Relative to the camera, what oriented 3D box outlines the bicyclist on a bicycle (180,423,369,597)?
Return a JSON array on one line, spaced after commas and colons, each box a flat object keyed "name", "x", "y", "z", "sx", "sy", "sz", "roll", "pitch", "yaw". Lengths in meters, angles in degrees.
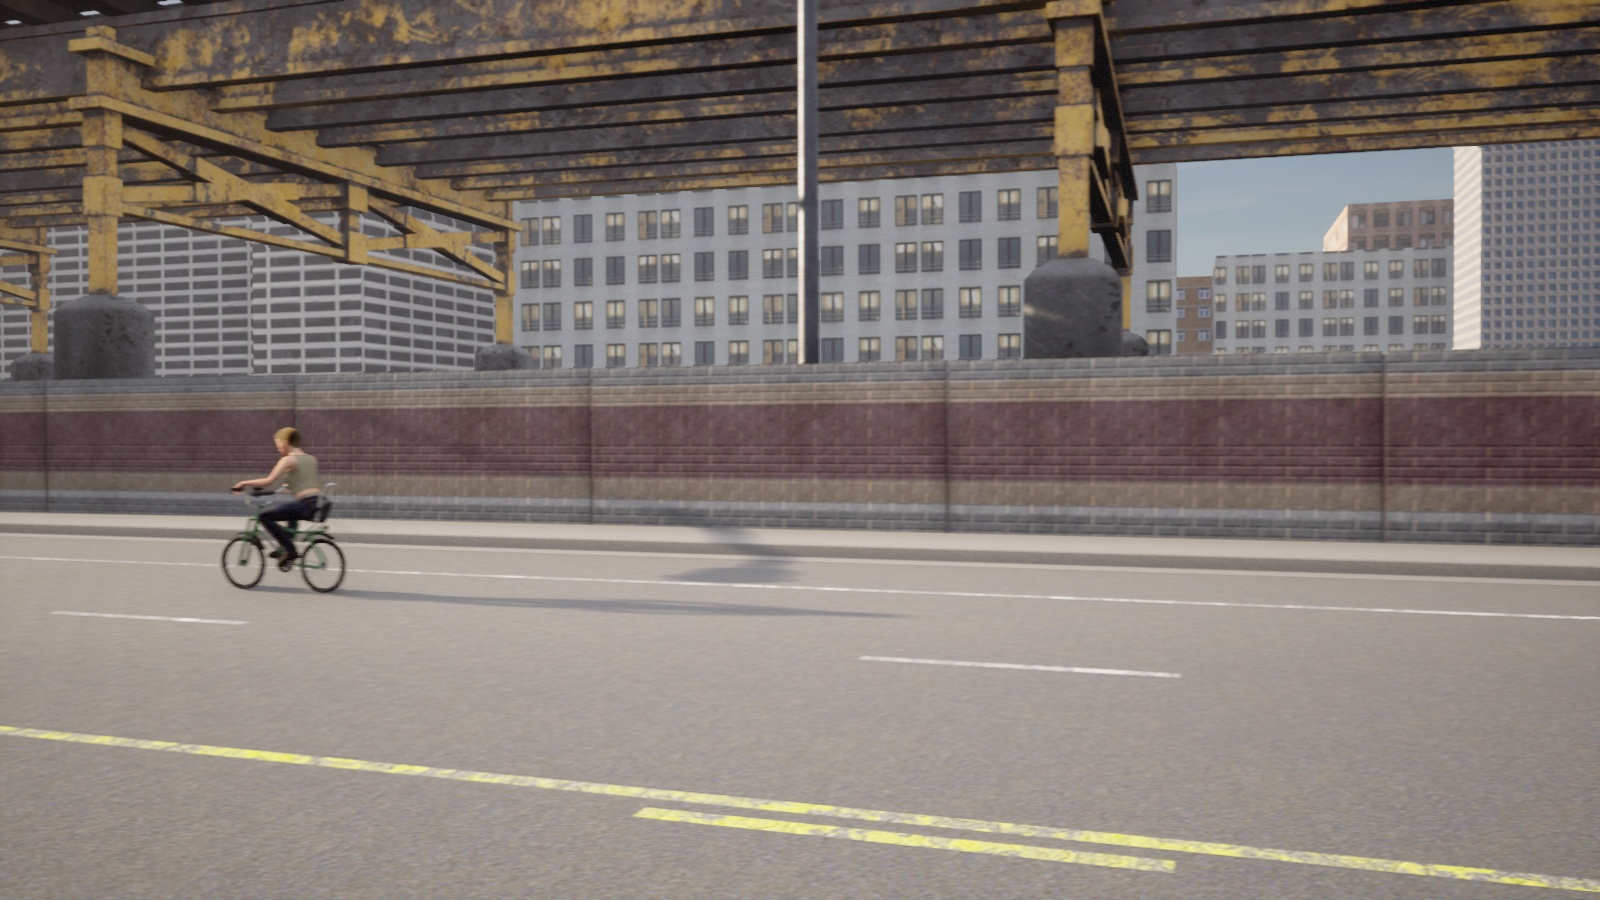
[{"name": "bicyclist on a bicycle", "x": -5.138, "y": 0.547, "z": 12.302, "sx": 1.509, "sy": 1.612, "sz": 0.866, "roll": 0, "pitch": 1, "yaw": 19}]
